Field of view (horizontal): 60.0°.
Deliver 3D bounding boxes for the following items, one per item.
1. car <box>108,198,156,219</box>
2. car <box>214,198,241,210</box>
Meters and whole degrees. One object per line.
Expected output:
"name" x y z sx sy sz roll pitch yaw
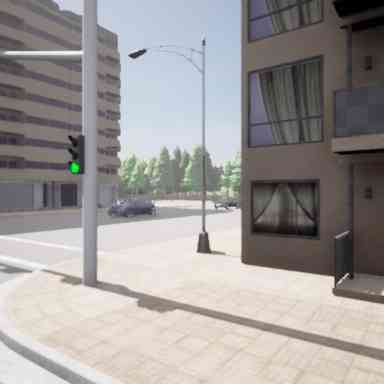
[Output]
"car" -5.272 1.353 29.573 2.097 1.767 4.553 0 0 35
"car" 4.650 1.505 43.561 2.128 1.511 4.902 0 0 35
